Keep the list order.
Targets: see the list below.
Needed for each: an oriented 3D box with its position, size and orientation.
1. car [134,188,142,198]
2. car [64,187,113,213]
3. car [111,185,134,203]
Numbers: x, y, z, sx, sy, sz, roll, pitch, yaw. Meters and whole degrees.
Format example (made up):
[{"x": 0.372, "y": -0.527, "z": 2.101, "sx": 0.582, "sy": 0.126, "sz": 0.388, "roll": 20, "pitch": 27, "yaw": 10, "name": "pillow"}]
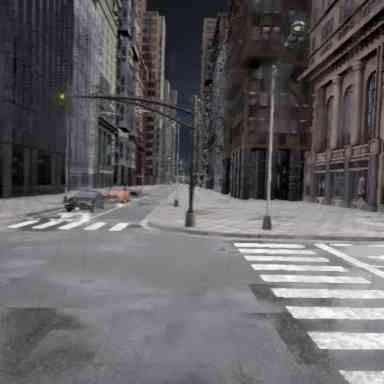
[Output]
[{"x": -7.814, "y": 0.091, "z": 44.237, "sx": 1.895, "sy": 1.301, "sz": 4.718, "roll": 2, "pitch": 2, "yaw": -1, "name": "car"}, {"x": -7.454, "y": 0.608, "z": 23.932, "sx": 2.033, "sy": 1.411, "sz": 5.357, "roll": 2, "pitch": 2, "yaw": -3, "name": "car"}, {"x": -7.645, "y": 0.127, "z": 34.044, "sx": 2.097, "sy": 1.767, "sz": 4.553, "roll": 2, "pitch": 2, "yaw": -1, "name": "car"}]
